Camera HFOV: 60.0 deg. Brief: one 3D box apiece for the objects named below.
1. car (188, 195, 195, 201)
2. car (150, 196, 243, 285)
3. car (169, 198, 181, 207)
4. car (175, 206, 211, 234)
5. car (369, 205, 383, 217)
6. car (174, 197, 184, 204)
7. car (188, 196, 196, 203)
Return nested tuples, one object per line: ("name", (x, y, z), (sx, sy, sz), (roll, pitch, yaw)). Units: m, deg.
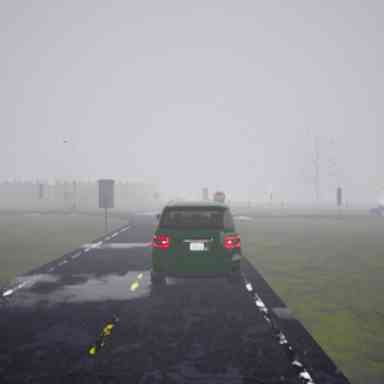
("car", (-0.035, 1.713, 90.706), (1.882, 1.535, 5.008), (0, 0, 0))
("car", (0.097, 1.244, 9.713), (2.150, 2.045, 5.566), (0, 0, 0))
("car", (-2.843, 1.766, 56.980), (1.895, 1.301, 4.718), (0, 0, 0))
("car", (0.132, 1.610, 20.384), (1.994, 1.385, 4.181), (0, 0, 2))
("car", (21.841, 1.878, 35.951), (5.008, 1.535, 1.882), (1, 0, 0))
("car", (-2.775, 1.778, 72.051), (1.994, 1.385, 4.181), (0, 0, 0))
("car", (-0.028, 1.783, 80.703), (1.812, 1.442, 4.674), (0, 0, 0))
